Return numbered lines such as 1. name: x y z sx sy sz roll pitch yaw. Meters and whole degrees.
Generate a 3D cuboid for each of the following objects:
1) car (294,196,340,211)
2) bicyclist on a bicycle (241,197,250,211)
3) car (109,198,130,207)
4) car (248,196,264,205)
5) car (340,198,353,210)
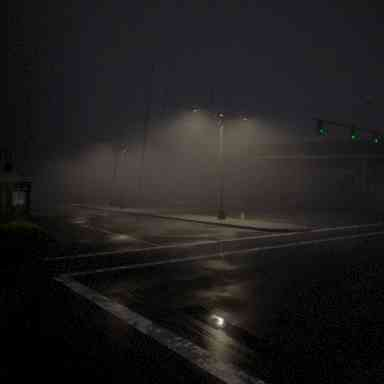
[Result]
1. car: 13.896 1.295 38.116 2.242 1.667 4.611 0 0 -35
2. bicyclist on a bicycle: 6.318 1.430 39.756 1.656 1.620 0.582 -6 -7 -37
3. car: -11.092 1.564 50.726 1.994 1.385 4.181 0 0 -35
4. car: 11.850 1.478 60.724 1.882 1.535 5.008 0 0 29
5. car: 18.160 1.456 42.040 1.970 1.475 3.806 0 0 -35
